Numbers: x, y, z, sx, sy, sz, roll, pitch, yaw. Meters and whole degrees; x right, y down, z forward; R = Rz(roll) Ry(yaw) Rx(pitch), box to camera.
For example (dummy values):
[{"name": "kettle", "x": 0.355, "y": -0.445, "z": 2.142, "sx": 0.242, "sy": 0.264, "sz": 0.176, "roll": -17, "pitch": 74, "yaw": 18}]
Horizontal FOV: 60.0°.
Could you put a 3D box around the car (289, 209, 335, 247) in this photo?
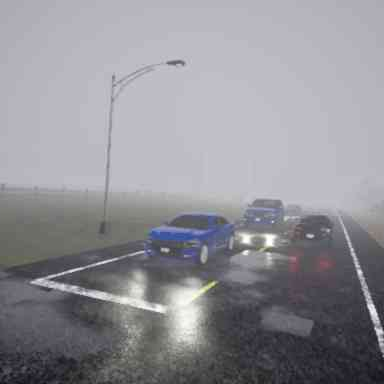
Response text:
[{"name": "car", "x": 6.251, "y": 1.860, "z": 17.107, "sx": 1.812, "sy": 1.442, "sz": 4.674, "roll": 3, "pitch": 0, "yaw": 23}]

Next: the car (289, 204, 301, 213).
[{"name": "car", "x": 12.418, "y": 2.201, "z": 40.807, "sx": 2.033, "sy": 1.411, "sz": 5.357, "roll": 3, "pitch": 0, "yaw": 23}]

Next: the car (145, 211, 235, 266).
[{"name": "car", "x": 0.159, "y": 1.465, "z": 11.991, "sx": 1.882, "sy": 1.535, "sz": 5.008, "roll": 3, "pitch": 0, "yaw": 22}]

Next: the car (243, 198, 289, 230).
[{"name": "car", "x": 5.379, "y": 1.487, "z": 24.201, "sx": 2.150, "sy": 2.045, "sz": 5.566, "roll": 3, "pitch": 0, "yaw": 23}]
